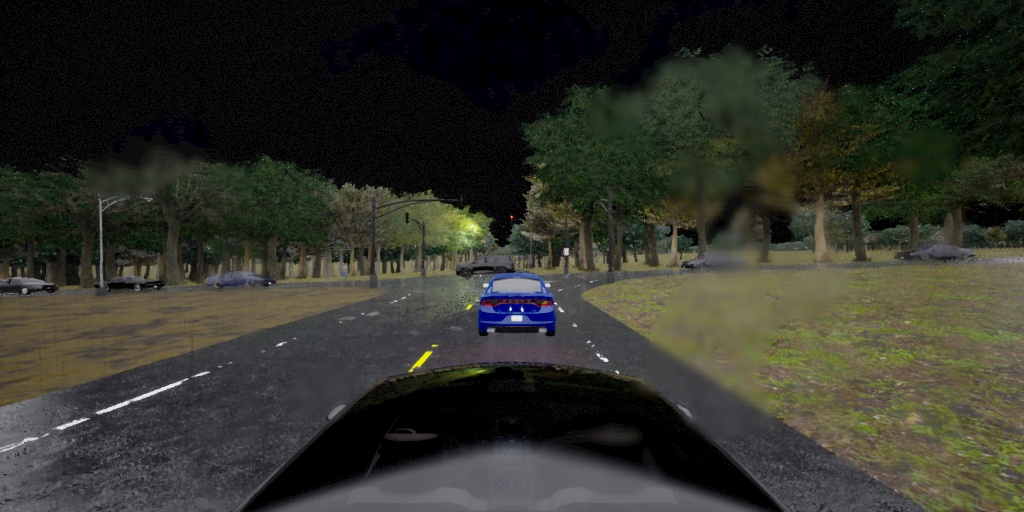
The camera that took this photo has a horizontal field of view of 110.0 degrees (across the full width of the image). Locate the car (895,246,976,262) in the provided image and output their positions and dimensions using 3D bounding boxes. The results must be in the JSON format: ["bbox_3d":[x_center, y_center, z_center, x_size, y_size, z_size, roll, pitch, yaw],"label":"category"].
[{"bbox_3d":[37.755,-0.217,32.047,5.357,1.411,2.033,-2,-1,3],"label":"car"}]

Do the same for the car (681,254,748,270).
[{"bbox_3d":[18.481,0.535,32.882,5.357,1.411,2.033,-2,-1,2],"label":"car"}]

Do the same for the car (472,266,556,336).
[{"bbox_3d":[0.139,1.232,10.418,1.882,1.535,5.008,0,0,1],"label":"car"}]

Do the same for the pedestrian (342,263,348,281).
[{"bbox_3d":[-17.867,1.679,38.375,0.375,1.860,0.375,0,1,3],"label":"pedestrian"}]

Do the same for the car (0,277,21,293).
[{"bbox_3d":[-53.081,2.976,36.097,5.008,1.535,1.882,-2,-1,2],"label":"car"}]

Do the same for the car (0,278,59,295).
[{"bbox_3d":[-43.516,2.670,31.963,4.892,1.490,1.837,-2,-1,3],"label":"car"}]

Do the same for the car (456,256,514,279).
[{"bbox_3d":[-2.486,1.048,33.816,5.566,2.045,2.150,-2,-1,2],"label":"car"}]

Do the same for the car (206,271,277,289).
[{"bbox_3d":[-23.430,2.046,31.048,5.357,1.411,2.033,-2,-1,6],"label":"car"}]

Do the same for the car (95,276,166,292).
[{"bbox_3d":[-33.352,2.437,31.480,4.718,1.301,1.895,-2,-1,3],"label":"car"}]
